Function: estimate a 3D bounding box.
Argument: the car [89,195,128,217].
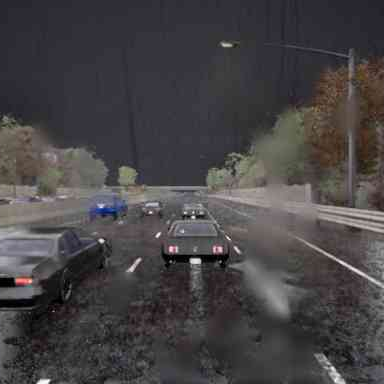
[{"bbox_3d":[-6.907,1.226,27.923,2.150,2.045,5.566,0,0,0],"label":"car"}]

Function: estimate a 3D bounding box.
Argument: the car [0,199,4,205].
[{"bbox_3d":[-24.587,1.542,41.673,1.812,1.442,4.674,0,0,0],"label":"car"}]

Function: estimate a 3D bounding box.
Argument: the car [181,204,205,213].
[{"bbox_3d":[0.096,1.606,27.260,1.895,1.301,4.718,0,0,0],"label":"car"}]

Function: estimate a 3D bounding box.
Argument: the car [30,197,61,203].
[{"bbox_3d":[-17.590,1.493,41.269,1.882,1.535,5.008,0,0,0],"label":"car"}]

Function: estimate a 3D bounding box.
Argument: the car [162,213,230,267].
[{"bbox_3d":[0.100,1.600,11.313,1.895,1.301,4.718,0,0,0],"label":"car"}]

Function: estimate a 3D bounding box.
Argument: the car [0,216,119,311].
[{"bbox_3d":[-3.401,1.546,8.029,2.033,1.411,5.357,0,0,0],"label":"car"}]

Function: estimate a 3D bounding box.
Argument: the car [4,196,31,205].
[{"bbox_3d":[-21.087,1.367,41.956,2.097,1.767,4.553,0,0,0],"label":"car"}]

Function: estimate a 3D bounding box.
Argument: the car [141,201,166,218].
[{"bbox_3d":[-3.406,1.532,29.807,1.812,1.442,4.674,0,0,0],"label":"car"}]
